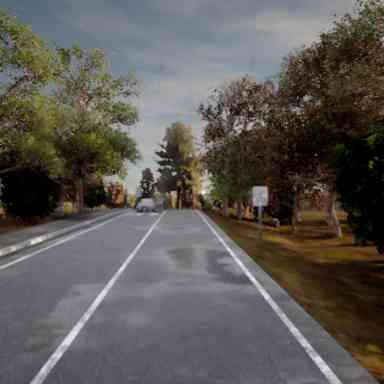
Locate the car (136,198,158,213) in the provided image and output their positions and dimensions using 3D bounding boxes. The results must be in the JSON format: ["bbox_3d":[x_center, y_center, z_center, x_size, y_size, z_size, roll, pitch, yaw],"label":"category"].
[{"bbox_3d":[-4.676,1.398,34.774,1.812,1.442,4.674,0,-1,-2],"label":"car"}]
